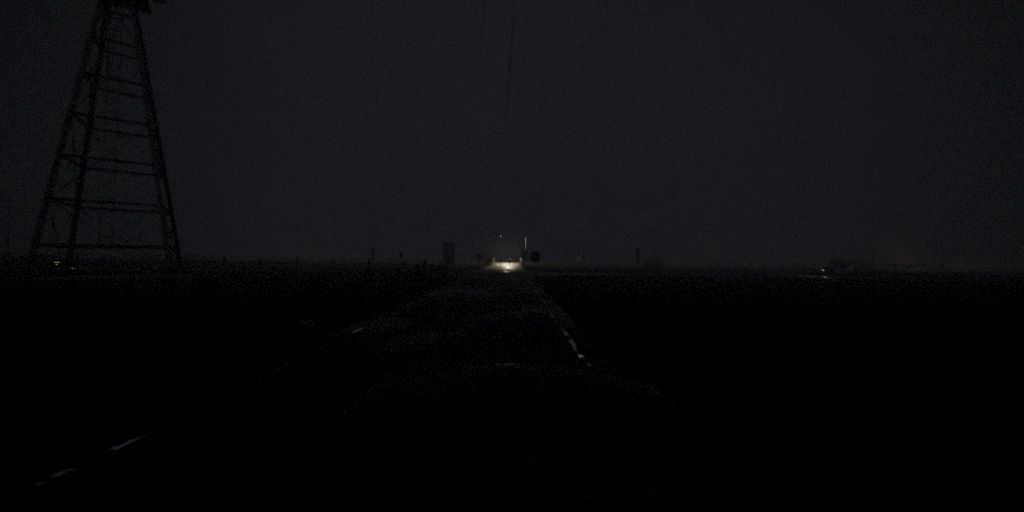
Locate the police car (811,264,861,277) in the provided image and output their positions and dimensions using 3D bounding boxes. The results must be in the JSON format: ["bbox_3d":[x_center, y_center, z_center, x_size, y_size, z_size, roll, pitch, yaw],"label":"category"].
[{"bbox_3d":[39.199,1.717,43.559,4.974,1.542,2.038,1,-1,-1],"label":"police car"}]
